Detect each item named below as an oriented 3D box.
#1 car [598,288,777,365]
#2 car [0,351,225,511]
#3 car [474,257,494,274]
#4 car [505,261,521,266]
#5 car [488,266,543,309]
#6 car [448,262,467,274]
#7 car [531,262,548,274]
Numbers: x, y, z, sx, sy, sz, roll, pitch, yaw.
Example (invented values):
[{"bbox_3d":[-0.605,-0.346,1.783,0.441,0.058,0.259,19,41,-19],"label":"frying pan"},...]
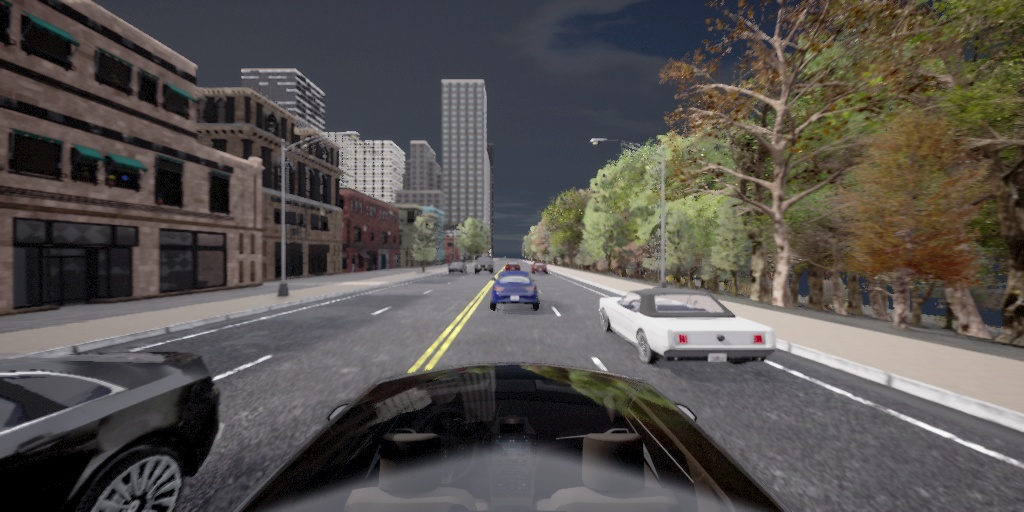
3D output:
[{"bbox_3d":[3.351,1.379,8.063,1.895,1.301,4.718,0,0,0],"label":"car"},{"bbox_3d":[-3.348,1.238,0.956,2.128,1.511,4.902,0,0,0],"label":"car"},{"bbox_3d":[-3.324,1.153,43.908,2.150,2.045,5.566,0,-1,0],"label":"car"},{"bbox_3d":[0.099,1.420,47.329,1.882,1.535,5.008,0,0,0],"label":"car"},{"bbox_3d":[0.101,1.333,15.093,1.812,1.442,4.674,0,0,0],"label":"car"},{"bbox_3d":[-6.576,1.434,43.721,1.837,1.490,4.892,0,-1,0],"label":"car"},{"bbox_3d":[3.348,1.459,44.891,1.812,1.442,4.674,0,0,0],"label":"car"}]
